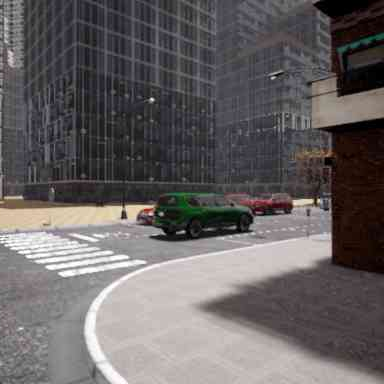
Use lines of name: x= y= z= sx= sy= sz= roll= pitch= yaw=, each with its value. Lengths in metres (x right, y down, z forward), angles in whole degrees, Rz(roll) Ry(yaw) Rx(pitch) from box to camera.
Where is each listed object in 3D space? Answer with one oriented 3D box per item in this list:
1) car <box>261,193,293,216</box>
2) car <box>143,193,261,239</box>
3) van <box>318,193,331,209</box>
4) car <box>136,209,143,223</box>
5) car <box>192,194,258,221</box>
car: x=6.908 y=1.050 z=29.303 sx=5.009 sy=1.841 sz=2.192 roll=-1 pitch=1 yaw=-40
car: x=0.659 y=1.058 z=16.521 sx=5.566 sy=2.045 sz=2.150 roll=-1 pitch=0 yaw=-40
van: x=15.507 y=0.987 z=36.623 sx=3.998 sy=1.788 sz=1.690 roll=-1 pitch=1 yaw=-40
car: x=-1.691 y=1.261 z=21.985 sx=4.097 sy=1.590 sz=1.967 roll=-1 pitch=1 yaw=-40
car: x=2.608 y=1.093 z=25.643 sx=5.009 sy=1.841 sz=2.192 roll=-1 pitch=1 yaw=-40
